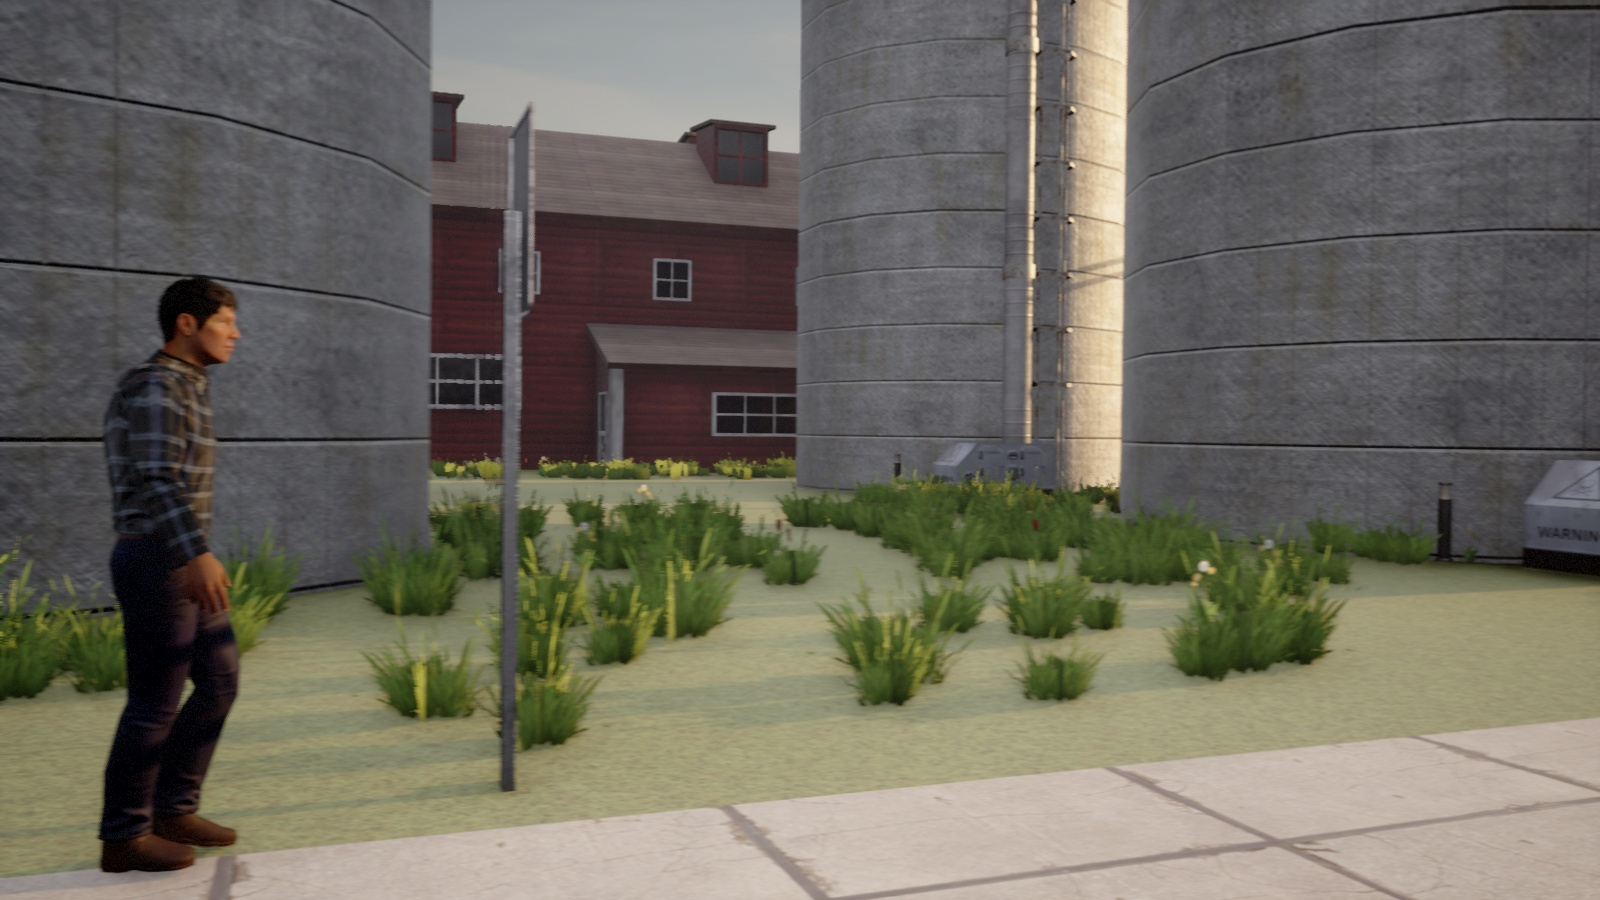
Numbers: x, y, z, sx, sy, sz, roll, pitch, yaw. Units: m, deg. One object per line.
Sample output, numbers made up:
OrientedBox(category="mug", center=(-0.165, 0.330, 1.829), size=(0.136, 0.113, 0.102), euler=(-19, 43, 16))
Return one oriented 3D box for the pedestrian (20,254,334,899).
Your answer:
OrientedBox(category="pedestrian", center=(-1.896, 0.410, 3.906), size=(0.788, 1.949, 0.423), euler=(-1, 1, -18))
